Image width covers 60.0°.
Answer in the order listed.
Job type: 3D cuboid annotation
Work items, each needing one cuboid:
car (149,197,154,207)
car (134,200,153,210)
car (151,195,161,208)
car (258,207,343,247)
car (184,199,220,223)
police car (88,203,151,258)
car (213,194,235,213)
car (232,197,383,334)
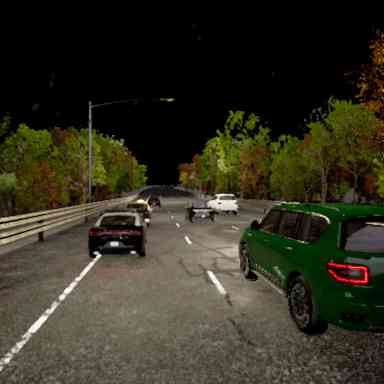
[{"bbox_3d":[-4.469,1.488,29.044,1.801,1.575,5.366,0,0,-6],"label":"car"},{"bbox_3d":[-3.798,1.531,22.889,1.837,1.490,4.892,0,0,-6],"label":"car"},{"bbox_3d":[-5.496,1.534,48.136,1.882,1.535,5.008,0,0,-6],"label":"car"},{"bbox_3d":[5.085,1.575,16.620,2.033,1.411,5.357,0,0,-6],"label":"car"},{"bbox_3d":[0.532,1.526,26.070,2.128,1.511,4.902,0,0,-6],"label":"car"},{"bbox_3d":[-2.724,1.439,13.055,1.930,1.638,5.238,0,0,-6],"label":"police car"},{"bbox_3d":[3.141,1.267,34.478,2.150,2.045,5.566,0,0,-7],"label":"car"},{"bbox_3d":[2.616,1.236,6.981,2.150,2.045,5.566,0,0,-6],"label":"car"}]
